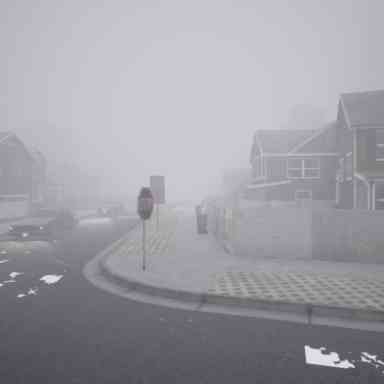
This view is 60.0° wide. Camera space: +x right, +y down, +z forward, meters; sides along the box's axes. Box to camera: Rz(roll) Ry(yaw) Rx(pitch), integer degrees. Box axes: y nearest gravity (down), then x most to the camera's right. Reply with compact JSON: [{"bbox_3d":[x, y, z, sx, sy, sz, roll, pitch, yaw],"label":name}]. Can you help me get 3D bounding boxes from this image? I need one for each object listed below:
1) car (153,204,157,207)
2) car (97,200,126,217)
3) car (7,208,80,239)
[{"bbox_3d":[-6.423,1.501,50.700,1.812,1.442,4.674,-1,0,5],"label":"car"},{"bbox_3d":[-7.559,1.491,31.588,2.128,1.511,4.902,-1,0,2],"label":"car"},{"bbox_3d":[-7.673,1.564,17.877,2.033,1.411,5.357,-1,0,-1],"label":"car"}]
